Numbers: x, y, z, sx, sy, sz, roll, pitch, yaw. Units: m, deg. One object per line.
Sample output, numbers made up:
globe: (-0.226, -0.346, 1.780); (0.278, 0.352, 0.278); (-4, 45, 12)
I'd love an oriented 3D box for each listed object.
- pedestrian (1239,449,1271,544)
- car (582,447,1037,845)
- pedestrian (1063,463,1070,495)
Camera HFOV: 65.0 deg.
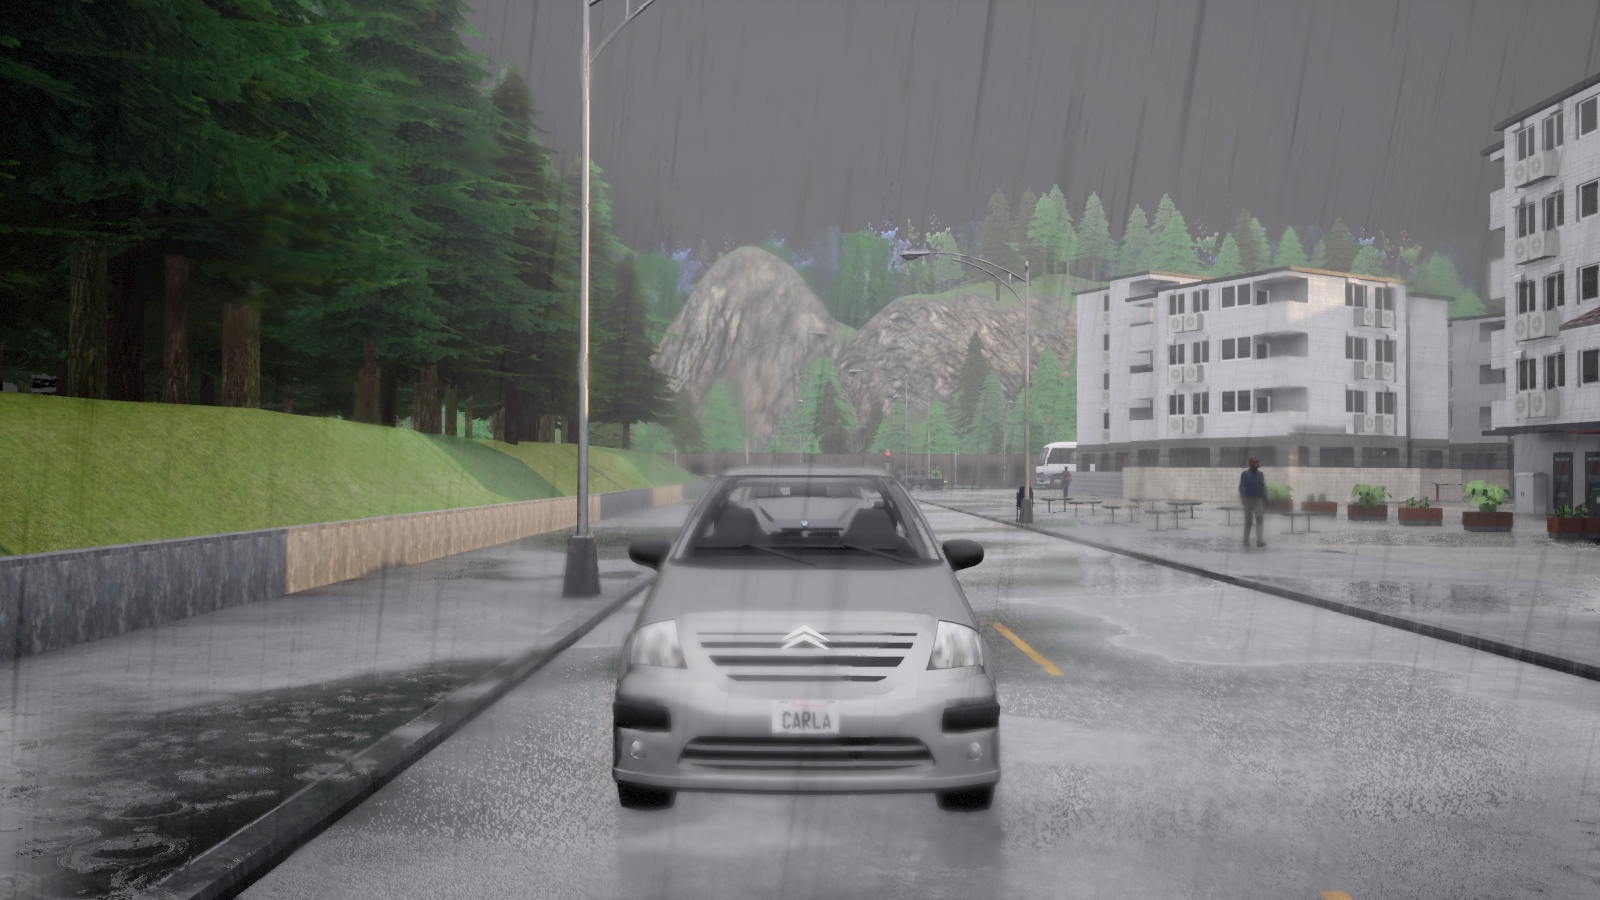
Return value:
pedestrian: (8.856, 0.899, 24.441); (0.370, 1.835, 0.726); (0, -1, 3)
car: (0.044, 0.832, 7.120); (1.851, 1.617, 3.988); (0, -1, 0)
pedestrian: (15.102, 1.657, 71.191); (0.328, 1.805, 0.869); (0, -1, 9)
